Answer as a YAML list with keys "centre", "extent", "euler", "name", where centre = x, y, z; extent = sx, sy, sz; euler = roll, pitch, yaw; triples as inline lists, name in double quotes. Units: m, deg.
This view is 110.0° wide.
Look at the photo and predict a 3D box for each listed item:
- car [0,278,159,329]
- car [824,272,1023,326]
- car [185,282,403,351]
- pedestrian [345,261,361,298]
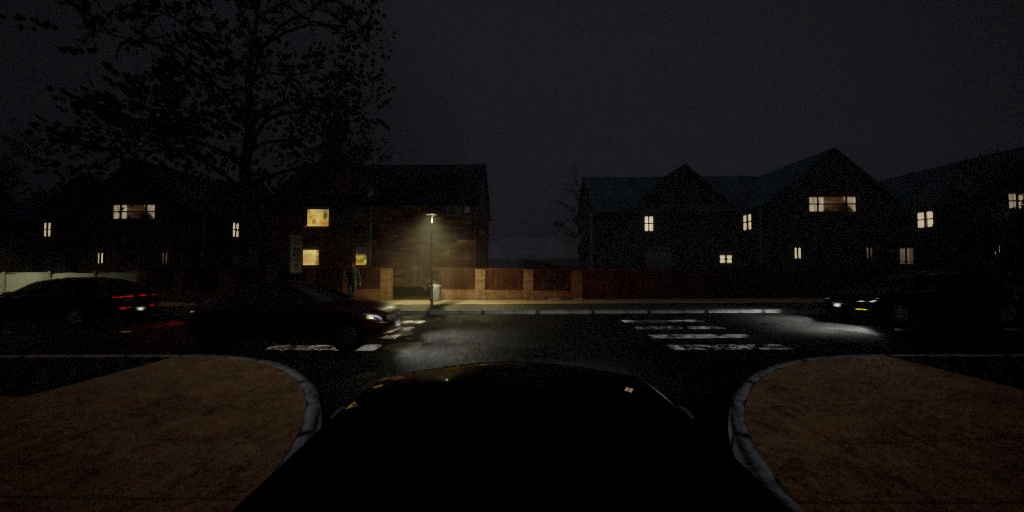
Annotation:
- centre: [-14.504, 1.485, 11.748]
  extent: [4.892, 1.490, 1.837]
  euler: [-1, -1, 2]
  name: "car"
- centre: [12.390, 1.231, 10.914]
  extent: [4.892, 1.490, 1.837]
  euler: [0, -1, 2]
  name: "car"
- centre: [-5.016, 1.332, 8.502]
  extent: [4.674, 1.442, 1.812]
  euler: [-1, -1, 2]
  name: "car"
- centre: [-6.451, 1.113, 14.418]
  extent: [0.375, 1.860, 0.375]
  euler: [0, -1, 2]
  name: "pedestrian"
